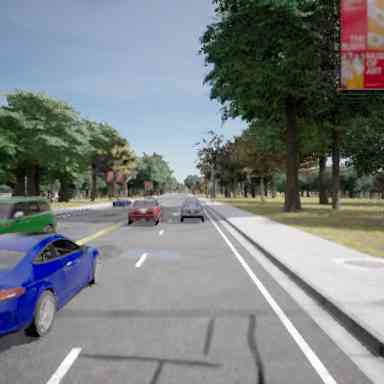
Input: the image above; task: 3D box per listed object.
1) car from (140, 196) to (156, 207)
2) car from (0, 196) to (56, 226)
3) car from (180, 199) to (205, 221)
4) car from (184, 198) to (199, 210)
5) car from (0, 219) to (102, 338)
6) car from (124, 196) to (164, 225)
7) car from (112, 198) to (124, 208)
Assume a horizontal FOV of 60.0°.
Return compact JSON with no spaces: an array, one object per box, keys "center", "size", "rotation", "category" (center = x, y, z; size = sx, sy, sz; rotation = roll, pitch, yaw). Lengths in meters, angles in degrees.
[{"center":[-6.852,1.436,52.343],"size":[1.837,1.490,4.892],"rotation":[0,0,0],"category":"car"},{"center":[-6.619,1.192,11.422],"size":[2.150,2.045,5.566],"rotation":[0,0,0],"category":"car"},{"center":[0.023,1.490,26.381],"size":[2.033,1.411,5.357],"rotation":[0,0,0],"category":"car"},{"center":[-0.095,1.530,42.992],"size":[1.895,1.301,4.718],"rotation":[0,0,0],"category":"car"},{"center":[-3.157,1.507,6.456],"size":[1.812,1.442,4.674],"rotation":[0,0,0],"category":"car"},{"center":[-3.214,1.299,23.930],"size":[2.097,1.767,4.553],"rotation":[0,0,0],"category":"car"},{"center":[-10.063,1.531,47.454],"size":[1.895,1.301,4.718],"rotation":[0,0,0],"category":"car"}]
